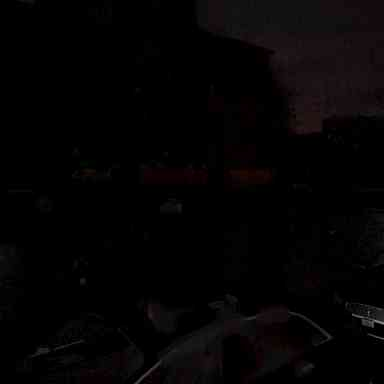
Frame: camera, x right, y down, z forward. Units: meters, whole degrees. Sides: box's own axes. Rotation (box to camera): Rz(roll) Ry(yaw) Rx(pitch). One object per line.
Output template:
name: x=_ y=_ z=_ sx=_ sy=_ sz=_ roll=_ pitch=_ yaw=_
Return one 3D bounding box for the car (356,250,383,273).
car: x=4.172 y=1.549 z=5.801 sx=4.403 sy=1.369 sz=2.008 roll=0 pitch=-2 yaw=-35

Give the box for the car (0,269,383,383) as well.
car: x=-0.268 y=1.550 z=2.643 sx=4.403 sy=1.369 sz=2.008 roll=0 pitch=-2 yaw=-35
